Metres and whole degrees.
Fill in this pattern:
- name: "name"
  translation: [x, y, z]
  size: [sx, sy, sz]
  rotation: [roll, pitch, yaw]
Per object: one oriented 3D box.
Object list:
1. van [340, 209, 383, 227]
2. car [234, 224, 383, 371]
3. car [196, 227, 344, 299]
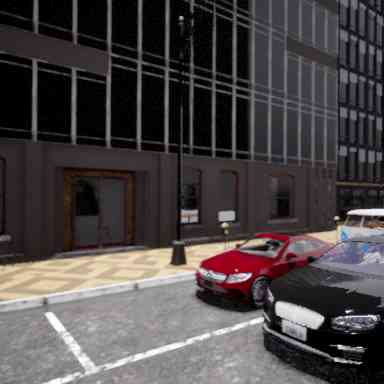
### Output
- name: "van"
  translation: [6.693, 1.469, 11.319]
  size: [3.998, 1.788, 1.690]
  rotation: [1, 0, -35]
- name: "car"
  translation: [3.320, 1.555, 5.740]
  size: [4.902, 1.511, 2.128]
  rotation: [1, 0, -35]
- name: "car"
  translation: [2.049, 1.649, 8.013]
  size: [4.206, 1.307, 1.802]
  rotation: [1, 0, -35]
